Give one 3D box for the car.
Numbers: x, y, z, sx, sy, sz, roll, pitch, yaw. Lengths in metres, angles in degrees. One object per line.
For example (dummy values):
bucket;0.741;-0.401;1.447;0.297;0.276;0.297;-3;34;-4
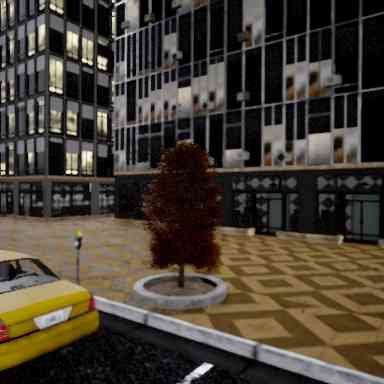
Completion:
car;-3.579;1.504;5.424;4.829;1.417;1.752;0;0;36
